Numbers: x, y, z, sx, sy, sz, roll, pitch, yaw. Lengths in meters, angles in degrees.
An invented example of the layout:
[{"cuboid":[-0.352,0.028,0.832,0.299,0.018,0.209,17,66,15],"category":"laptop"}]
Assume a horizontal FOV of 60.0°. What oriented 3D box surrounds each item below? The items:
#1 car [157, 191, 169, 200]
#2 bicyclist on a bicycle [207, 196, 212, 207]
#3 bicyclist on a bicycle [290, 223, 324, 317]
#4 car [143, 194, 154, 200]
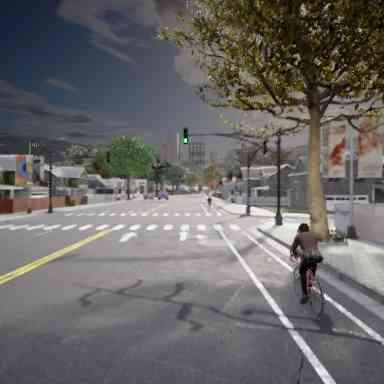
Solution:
[{"cuboid":[-6.491,0.811,75.015,2.150,2.045,5.566,0,0,0],"category":"car"},{"cuboid":[2.257,1.371,42.841,0.659,1.776,1.843,0,0,0],"category":"bicyclist on a bicycle"},{"cuboid":[2.252,1.456,6.541,0.582,1.620,1.656,0,0,0],"category":"bicyclist on a bicycle"},{"cuboid":[-9.740,1.110,75.045,1.812,1.442,4.674,0,0,0],"category":"car"}]
